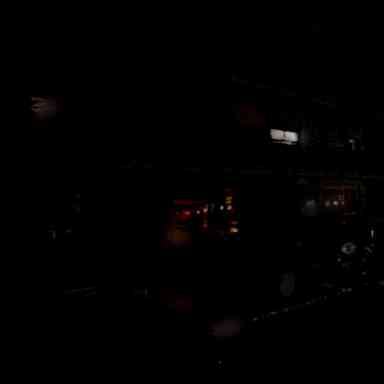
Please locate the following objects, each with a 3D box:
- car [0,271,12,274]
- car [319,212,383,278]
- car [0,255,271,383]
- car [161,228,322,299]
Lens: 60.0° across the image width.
[{"bbox_3d":[-4.038,1.549,3.685,4.403,1.369,2.008,0,0,-35],"label":"car"},{"bbox_3d":[4.961,1.460,10.103,4.097,1.590,1.967,0,0,-35],"label":"car"},{"bbox_3d":[-1.825,1.525,2.051,4.674,1.442,1.812,0,0,-35],"label":"car"},{"bbox_3d":[0.460,1.553,6.893,4.507,1.381,1.887,0,0,-35],"label":"car"}]
